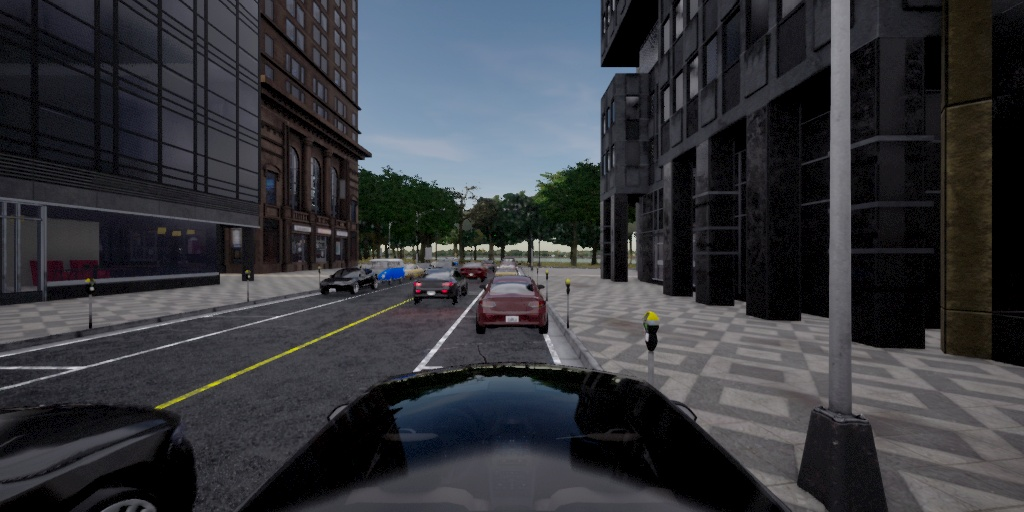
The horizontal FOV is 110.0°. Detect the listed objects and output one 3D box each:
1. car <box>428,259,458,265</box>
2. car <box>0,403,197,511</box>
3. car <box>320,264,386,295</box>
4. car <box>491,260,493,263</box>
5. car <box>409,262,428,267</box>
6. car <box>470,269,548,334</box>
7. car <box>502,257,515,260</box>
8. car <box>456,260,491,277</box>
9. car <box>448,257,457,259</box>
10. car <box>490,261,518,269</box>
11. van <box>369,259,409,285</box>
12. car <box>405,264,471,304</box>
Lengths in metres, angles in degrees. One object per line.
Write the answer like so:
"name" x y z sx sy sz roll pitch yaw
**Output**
"car" -6.239 1.261 33.641 1.837 1.490 4.892 0 0 0
"car" -3.061 1.242 0.415 2.128 1.511 4.902 0 0 0
"car" -8.908 1.317 19.986 1.948 1.339 4.313 0 0 0
"car" -3.056 1.254 46.648 2.128 1.511 4.902 0 0 0
"car" -8.908 1.280 30.691 1.751 1.417 4.829 0 0 0
"car" 0.003 1.276 10.500 1.812 1.442 4.674 0 0 0
"car" -0.383 1.196 36.298 1.967 1.591 4.097 0 0 0
"car" -3.064 1.232 29.293 1.882 1.535 5.008 0 0 0
"car" -8.908 1.202 47.173 1.967 1.591 4.097 0 0 0
"car" -0.383 1.278 25.593 1.751 1.417 4.829 0 0 0
"van" -8.908 1.093 25.423 1.690 1.789 3.998 0 0 0
"car" -3.145 1.276 16.251 1.812 1.442 4.674 0 0 0
